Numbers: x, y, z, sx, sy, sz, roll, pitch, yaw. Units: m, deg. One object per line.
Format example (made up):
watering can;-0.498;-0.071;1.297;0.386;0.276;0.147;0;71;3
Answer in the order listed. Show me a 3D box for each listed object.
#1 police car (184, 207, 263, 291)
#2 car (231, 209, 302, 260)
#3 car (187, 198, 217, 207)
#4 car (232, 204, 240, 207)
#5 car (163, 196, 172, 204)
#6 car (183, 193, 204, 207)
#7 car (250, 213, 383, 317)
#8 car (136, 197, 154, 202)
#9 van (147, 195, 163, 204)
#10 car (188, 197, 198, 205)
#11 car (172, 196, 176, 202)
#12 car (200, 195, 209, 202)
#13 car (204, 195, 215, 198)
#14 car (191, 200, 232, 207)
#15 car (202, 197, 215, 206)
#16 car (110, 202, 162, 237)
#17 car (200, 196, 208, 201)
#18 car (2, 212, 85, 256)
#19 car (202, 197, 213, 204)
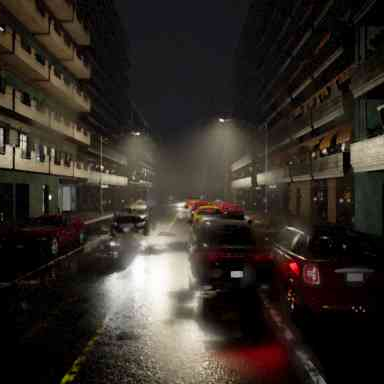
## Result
police car;0.830;1.426;9.176;1.930;1.638;5.238;0;0;-1
car;2.732;1.528;13.285;1.752;1.417;4.829;0;0;0
car;0.828;1.487;25.050;1.882;1.535;5.008;0;0;-3
car;2.770;1.552;24.439;1.887;1.381;4.507;0;0;0
car;-5.475;1.513;64.124;1.967;1.590;4.097;0;0;0
car;0.201;1.385;46.706;2.097;1.767;4.553;0;0;1
car;2.712;1.440;7.452;1.967;1.590;4.097;0;0;0
car;-5.572;1.541;35.645;1.752;1.417;4.829;0;0;0
van;-5.533;1.374;47.139;1.690;1.788;3.998;0;0;0
car;0.208;1.590;60.748;1.812;1.442;4.674;0;0;0
car;-5.416;1.647;80.940;1.752;1.417;4.829;0;0;0
car;2.964;1.562;81.056;1.967;1.590;4.097;0;0;0
car;2.866;1.361;52.747;2.192;1.841;5.009;0;0;0
car;0.964;1.461;19.276;1.801;1.575;5.366;0;0;0
car;2.887;1.610;58.409;2.008;1.369;4.403;0;0;0
car;-3.041;1.496;17.947;2.128;1.511;4.902;0;0;0
car;2.984;1.708;86.715;1.947;1.339;4.313;0;0;0
car;-5.649;1.547;13.166;1.887;1.381;4.507;0;0;0
car;2.906;1.624;64.071;2.008;1.369;4.403;0;0;0
